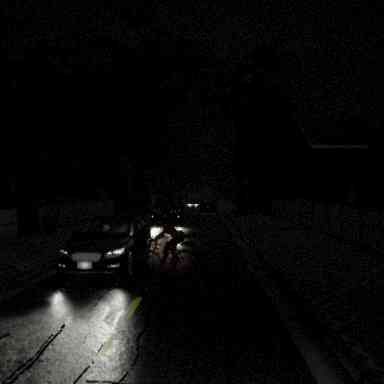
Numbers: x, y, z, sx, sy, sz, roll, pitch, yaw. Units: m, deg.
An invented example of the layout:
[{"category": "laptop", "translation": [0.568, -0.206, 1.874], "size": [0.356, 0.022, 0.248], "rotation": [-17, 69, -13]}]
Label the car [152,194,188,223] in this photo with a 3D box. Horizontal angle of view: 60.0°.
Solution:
[{"category": "car", "translation": [-1.734, 1.212, 25.443], "size": [2.150, 2.045, 5.566], "rotation": [0, 1, 2]}]

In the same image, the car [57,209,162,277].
[{"category": "car", "translation": [-2.446, 1.489, 10.372], "size": [2.128, 1.511, 4.902], "rotation": [0, 0, 3]}]

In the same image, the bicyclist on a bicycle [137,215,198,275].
[{"category": "bicyclist on a bicycle", "translation": [-0.680, 1.445, 8.938], "size": [1.656, 1.620, 0.582], "rotation": [-2, 0, 3]}]

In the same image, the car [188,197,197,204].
[{"category": "car", "translation": [0.232, 1.644, 65.040], "size": [1.994, 1.385, 4.181], "rotation": [0, 0, 3]}]

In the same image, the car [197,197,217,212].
[{"category": "car", "translation": [1.881, 1.492, 39.075], "size": [1.882, 1.535, 5.008], "rotation": [0, 0, 3]}]

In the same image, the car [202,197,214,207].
[{"category": "car", "translation": [2.484, 1.525, 51.677], "size": [1.882, 1.535, 5.008], "rotation": [0, 0, 3]}]
